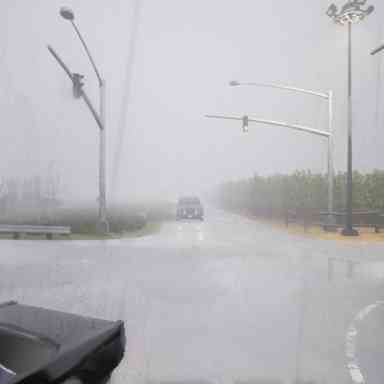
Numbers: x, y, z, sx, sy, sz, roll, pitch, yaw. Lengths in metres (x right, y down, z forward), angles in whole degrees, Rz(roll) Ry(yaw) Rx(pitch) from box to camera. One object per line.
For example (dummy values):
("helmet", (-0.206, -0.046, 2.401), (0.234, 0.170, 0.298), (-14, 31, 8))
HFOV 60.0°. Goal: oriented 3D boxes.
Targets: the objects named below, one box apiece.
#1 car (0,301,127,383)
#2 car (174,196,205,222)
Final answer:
("car", (-2.444, 1.607, 1.898), (1.895, 1.301, 4.718), (0, 0, 23))
("car", (-0.243, 1.370, 27.241), (2.150, 2.045, 5.566), (0, 1, -3))
